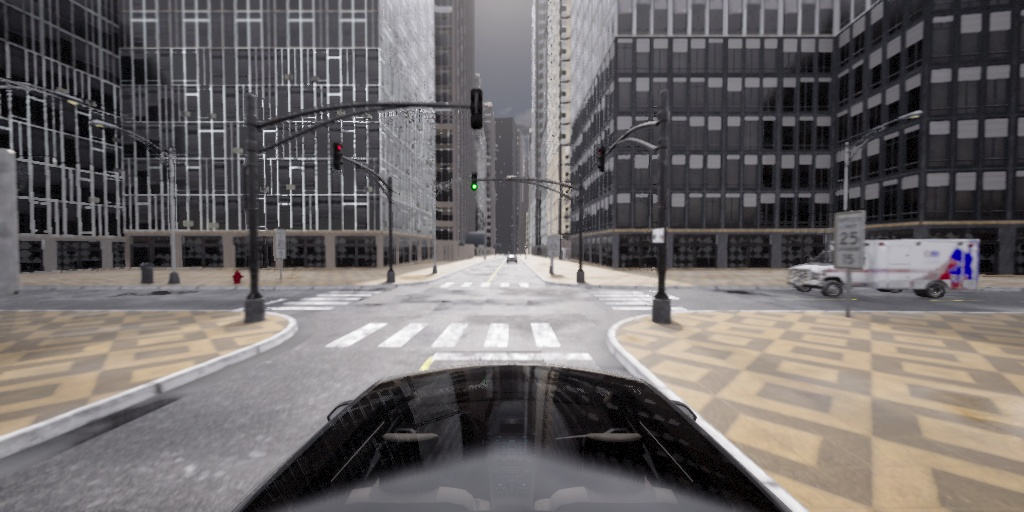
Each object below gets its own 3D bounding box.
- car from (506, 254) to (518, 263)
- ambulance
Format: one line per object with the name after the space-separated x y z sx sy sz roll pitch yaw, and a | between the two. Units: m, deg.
-0.002 0.439 58.229 2.033 1.411 5.357 0 1 0 | car
15.866 0.517 15.652 6.366 2.431 2.351 0 1 4 | ambulance
